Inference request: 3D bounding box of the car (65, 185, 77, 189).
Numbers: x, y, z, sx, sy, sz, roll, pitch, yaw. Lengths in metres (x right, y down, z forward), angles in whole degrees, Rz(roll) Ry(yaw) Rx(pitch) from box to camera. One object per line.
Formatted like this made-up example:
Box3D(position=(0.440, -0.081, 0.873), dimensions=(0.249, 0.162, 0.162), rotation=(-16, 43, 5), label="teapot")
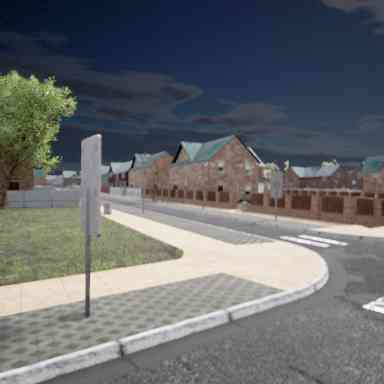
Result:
Box3D(position=(-30.168, -0.877, 83.476), dimensions=(2.097, 1.767, 4.553), rotation=(0, 1, -27), label="car")
